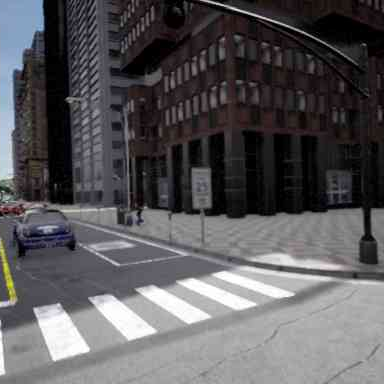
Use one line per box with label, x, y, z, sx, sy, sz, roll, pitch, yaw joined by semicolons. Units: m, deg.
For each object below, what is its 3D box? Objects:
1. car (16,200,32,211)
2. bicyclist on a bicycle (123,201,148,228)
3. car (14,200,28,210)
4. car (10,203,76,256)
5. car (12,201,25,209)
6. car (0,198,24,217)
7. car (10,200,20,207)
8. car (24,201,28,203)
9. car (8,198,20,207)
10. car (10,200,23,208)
car;-27.813;2.156;54.865;1.967;1.590;4.097;-2;0;-31
bicyclist on a bicycle;-3.445;1.339;20.246;1.656;1.620;0.582;-2;1;-31
car;-30.628;2.233;59.502;1.967;1.590;4.097;-2;0;-31
car;-6.522;1.525;14.465;2.097;1.767;4.553;-2;0;-30
car;-33.439;2.416;64.139;1.887;1.381;4.507;-2;0;-31
car;-21.769;1.926;39.783;2.097;1.767;4.553;-2;0;-31
car;-39.156;2.557;73.559;1.752;1.417;4.829;-2;0;-31
car;-22.268;2.089;45.737;1.752;1.417;4.829;-2;0;-31
car;-41.891;2.422;78.050;2.192;1.841;5.009;-2;0;-31
car;-36.252;2.501;68.777;2.008;1.369;4.403;-2;0;-31
